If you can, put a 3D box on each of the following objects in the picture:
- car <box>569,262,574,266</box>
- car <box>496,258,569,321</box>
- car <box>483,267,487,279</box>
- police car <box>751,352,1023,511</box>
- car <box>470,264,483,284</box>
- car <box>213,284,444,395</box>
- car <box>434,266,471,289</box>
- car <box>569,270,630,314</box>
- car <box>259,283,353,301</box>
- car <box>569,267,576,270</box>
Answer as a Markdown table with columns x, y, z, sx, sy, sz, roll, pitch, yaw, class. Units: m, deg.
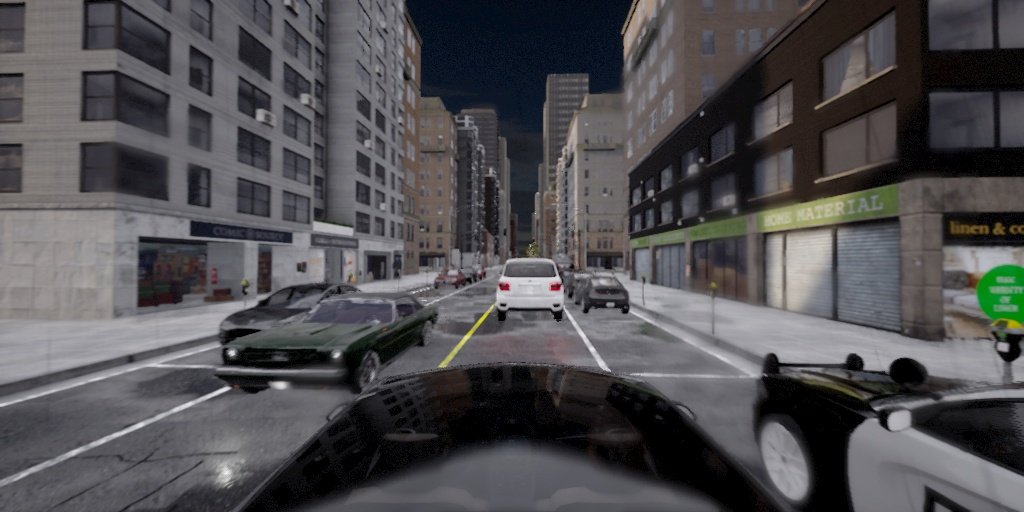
| x | y | z | sx | sy | sz | roll | pitch | yaw | class |
| --- | --- | --- | --- | --- | --- | --- | --- | --- | --- |
| 4.424 | 1.430 | 31.052 | 2.192 | 1.841 | 5.009 | 0 | 0 | 3 | car |
| 0.682 | 1.116 | 13.410 | 2.150 | 2.045 | 5.566 | 0 | -1 | 3 | car |
| -3.781 | 1.610 | 37.036 | 1.967 | 1.591 | 4.097 | 0 | 0 | 3 | car |
| 3.048 | 1.177 | 1.395 | 1.930 | 1.638 | 5.238 | 0 | -1 | 3 | police car |
| -4.089 | 1.669 | 31.520 | 1.948 | 1.339 | 4.313 | 0 | 0 | 3 | car |
| -2.896 | 1.407 | 6.880 | 1.895 | 1.301 | 4.718 | 0 | -1 | 3 | car |
| -4.396 | 1.617 | 26.004 | 1.802 | 1.307 | 4.207 | 0 | 0 | 3 | car |
| 3.502 | 1.463 | 14.508 | 2.007 | 1.370 | 4.403 | 0 | 0 | 3 | car |
| -5.319 | 1.398 | 9.455 | 1.948 | 1.339 | 4.313 | 0 | 0 | 3 | car |
| 3.809 | 1.531 | 20.022 | 2.007 | 1.370 | 4.403 | 0 | 0 | 3 | car |
